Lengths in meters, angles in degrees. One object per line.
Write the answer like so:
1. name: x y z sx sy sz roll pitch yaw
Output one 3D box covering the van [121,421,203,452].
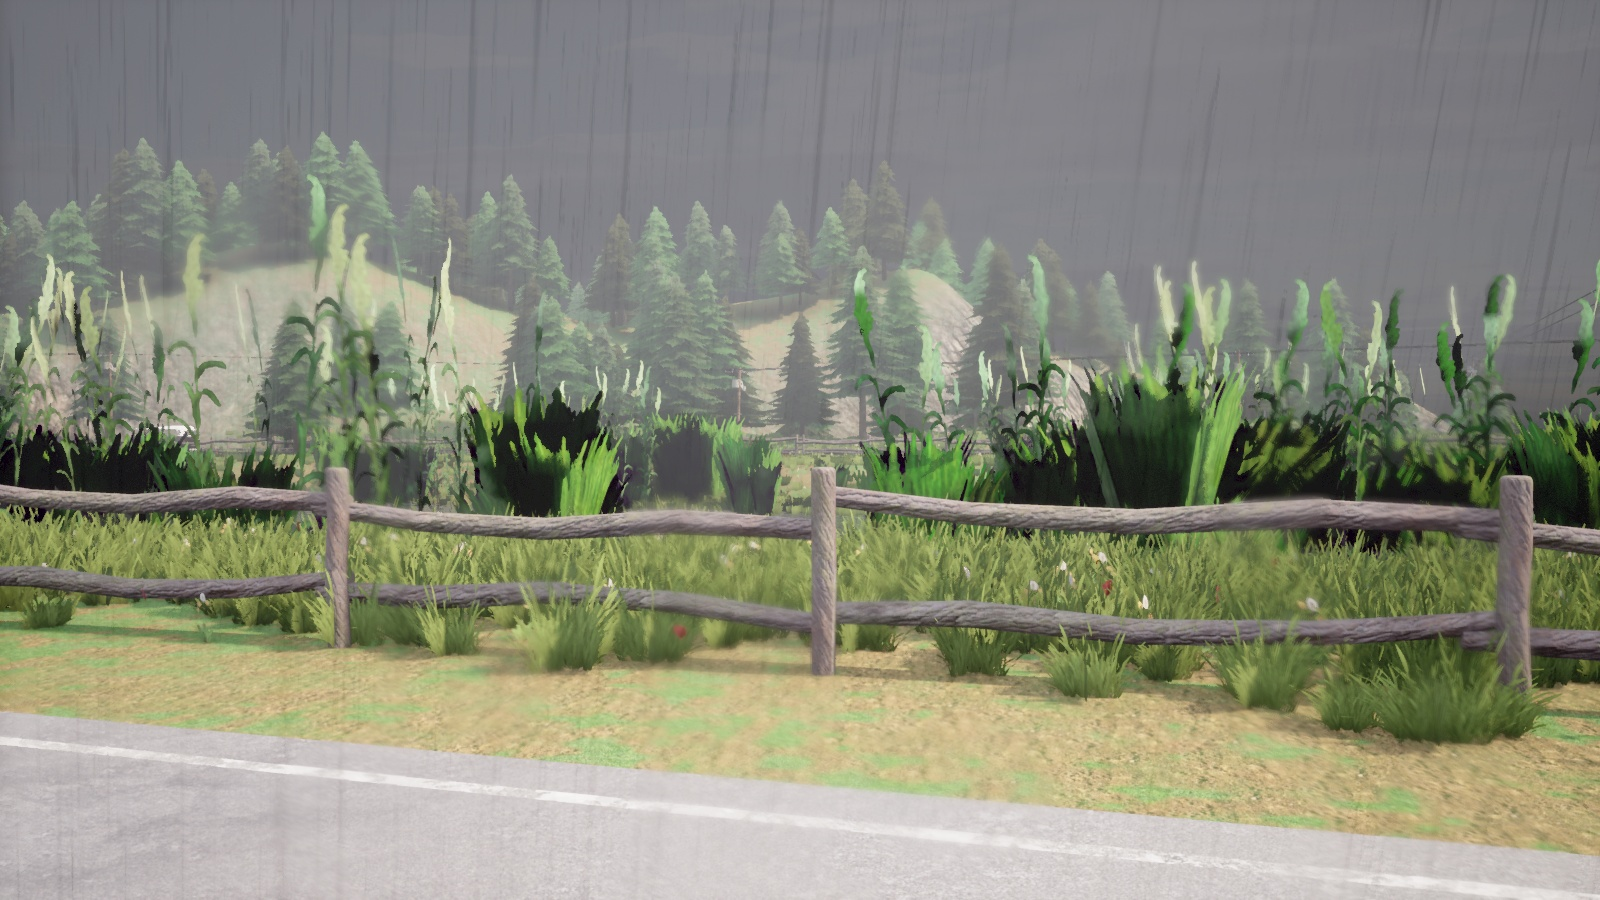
1. van: -42.195 -0.904 83.082 4.480 2.038 2.069 0 1 11
